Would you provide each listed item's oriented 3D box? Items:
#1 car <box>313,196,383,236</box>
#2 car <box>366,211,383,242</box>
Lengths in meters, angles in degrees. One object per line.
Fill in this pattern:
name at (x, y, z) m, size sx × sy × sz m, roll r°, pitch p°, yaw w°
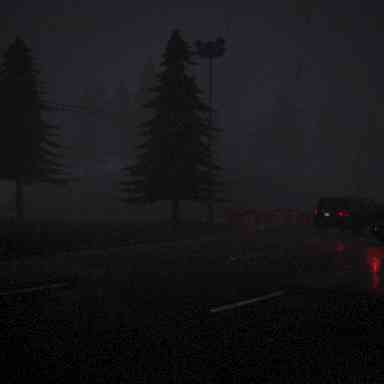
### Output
car at (9.244, 1.269, 18.948) m, size 5.566 × 2.045 × 2.150 m, roll 0°, pitch 0°, yaw -35°
car at (10.343, 1.644, 15.432) m, size 4.718 × 1.301 × 1.895 m, roll 0°, pitch 0°, yaw -35°
